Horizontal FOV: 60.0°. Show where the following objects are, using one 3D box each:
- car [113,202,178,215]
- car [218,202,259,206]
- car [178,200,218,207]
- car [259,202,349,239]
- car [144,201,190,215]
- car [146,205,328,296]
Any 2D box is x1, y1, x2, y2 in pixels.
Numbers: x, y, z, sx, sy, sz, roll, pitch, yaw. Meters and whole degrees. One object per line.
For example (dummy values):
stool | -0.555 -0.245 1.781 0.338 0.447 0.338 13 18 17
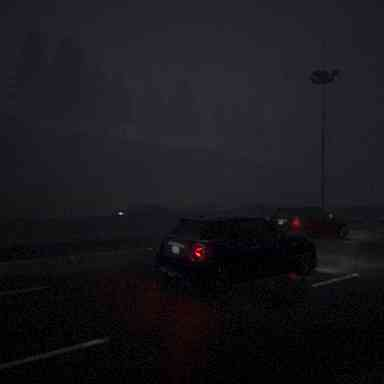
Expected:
car | -3.941 1.574 26.986 4.892 1.490 1.837 1 -1 -36
car | 5.063 1.627 29.154 4.902 1.511 2.128 1 0 -36
car | 1.324 1.610 35.087 5.008 1.535 1.882 1 0 -37
car | 5.791 1.446 16.531 4.553 1.767 2.097 1 0 -36
car | -2.704 1.711 36.493 4.718 1.301 1.895 1 0 -36
car | 1.348 1.391 9.013 4.553 1.767 2.097 1 0 -36
